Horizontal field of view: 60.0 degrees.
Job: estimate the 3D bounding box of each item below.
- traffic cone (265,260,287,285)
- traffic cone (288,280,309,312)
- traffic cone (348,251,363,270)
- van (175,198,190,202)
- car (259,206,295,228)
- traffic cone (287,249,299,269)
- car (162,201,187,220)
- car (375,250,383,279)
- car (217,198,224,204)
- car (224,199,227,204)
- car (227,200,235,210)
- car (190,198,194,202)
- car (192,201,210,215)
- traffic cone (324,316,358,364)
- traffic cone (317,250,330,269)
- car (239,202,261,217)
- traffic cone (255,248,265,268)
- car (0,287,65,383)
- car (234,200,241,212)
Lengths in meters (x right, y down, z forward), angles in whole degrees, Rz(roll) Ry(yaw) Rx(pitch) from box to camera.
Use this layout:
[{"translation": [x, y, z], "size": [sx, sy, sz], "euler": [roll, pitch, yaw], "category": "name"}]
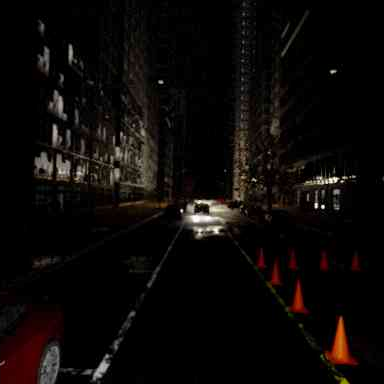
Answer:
[{"translation": [2.186, 2.084, 8.691], "size": [0.340, 0.580, 0.340], "euler": [1, -1, 1], "category": "traffic cone"}, {"translation": [2.141, 2.065, 6.693], "size": [0.340, 0.580, 0.340], "euler": [1, -1, 1], "category": "traffic cone"}, {"translation": [5.229, 2.171, 10.623], "size": [0.340, 0.580, 0.340], "euler": [1, -1, 1], "category": "traffic cone"}, {"translation": [-1.466, 1.675, 42.310], "size": [1.690, 1.788, 3.998], "euler": [1, 0, 1], "category": "van"}, {"translation": [6.524, 1.956, 25.044], "size": [1.802, 1.307, 4.206], "euler": [1, -1, 1], "category": "car"}, {"translation": [3.230, 2.126, 10.668], "size": [0.340, 0.580, 0.340], "euler": [1, -1, 1], "category": "traffic cone"}, {"translation": [-1.725, 1.787, 30.927], "size": [2.008, 1.369, 4.403], "euler": [1, -1, 1], "category": "car"}, {"translation": [6.144, 1.795, 7.971], "size": [1.802, 1.307, 4.206], "euler": [1, -1, 1], "category": "car"}, {"translation": [7.795, 2.376, 81.953], "size": [1.887, 1.381, 4.507], "euler": [1, 0, 1], "category": "car"}, {"translation": [7.289, 2.099, 59.190], "size": [1.967, 1.590, 4.097], "euler": [1, 0, 1], "category": "car"}, {"translation": [7.162, 2.055, 53.499], "size": [1.967, 1.590, 4.097], "euler": [1, 0, 1], "category": "car"}, {"translation": [-0.327, 2.266, 93.529], "size": [1.887, 1.381, 4.507], "euler": [1, 0, 1], "category": "car"}, {"translation": [1.137, 1.967, 38.763], "size": [1.895, 1.301, 4.718], "euler": [1, 0, 1], "category": "car"}, {"translation": [2.097, 2.046, 4.693], "size": [0.340, 0.580, 0.340], "euler": [1, -1, 1], "category": "traffic cone"}, {"translation": [4.229, 2.148, 10.646], "size": [0.340, 0.580, 0.340], "euler": [1, -1, 1], "category": "traffic cone"}, {"translation": [6.778, 2.027, 36.426], "size": [2.008, 1.369, 4.403], "euler": [1, 0, 1], "category": "car"}, {"translation": [2.230, 2.103, 10.691], "size": [0.340, 0.580, 0.340], "euler": [1, -1, 1], "category": "traffic cone"}, {"translation": [-2.360, 1.551, 2.471], "size": [1.802, 1.307, 4.206], "euler": [1, -1, 1], "category": "car"}, {"translation": [6.905, 2.075, 42.116], "size": [2.008, 1.369, 4.403], "euler": [1, 0, 1], "category": "car"}]
